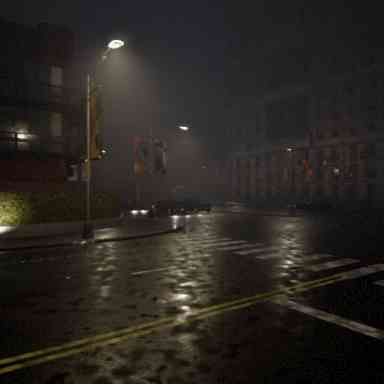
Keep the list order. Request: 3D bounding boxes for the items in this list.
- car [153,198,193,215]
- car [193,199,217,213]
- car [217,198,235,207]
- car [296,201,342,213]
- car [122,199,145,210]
[{"bbox_3d":[-2.338,1.518,34.630,1.837,1.490,4.892,0,0,-35],"label":"car"},{"bbox_3d":[0.185,1.493,37.132,1.882,1.535,5.008,0,0,-35],"label":"car"},{"bbox_3d":[4.399,1.624,51.472,1.895,1.301,4.718,0,0,-35],"label":"car"},{"bbox_3d":[14.158,1.624,37.366,1.895,1.301,4.718,0,0,-38],"label":"car"},{"bbox_3d":[-7.612,1.577,42.218,1.994,1.385,4.181,0,0,-35],"label":"car"}]
